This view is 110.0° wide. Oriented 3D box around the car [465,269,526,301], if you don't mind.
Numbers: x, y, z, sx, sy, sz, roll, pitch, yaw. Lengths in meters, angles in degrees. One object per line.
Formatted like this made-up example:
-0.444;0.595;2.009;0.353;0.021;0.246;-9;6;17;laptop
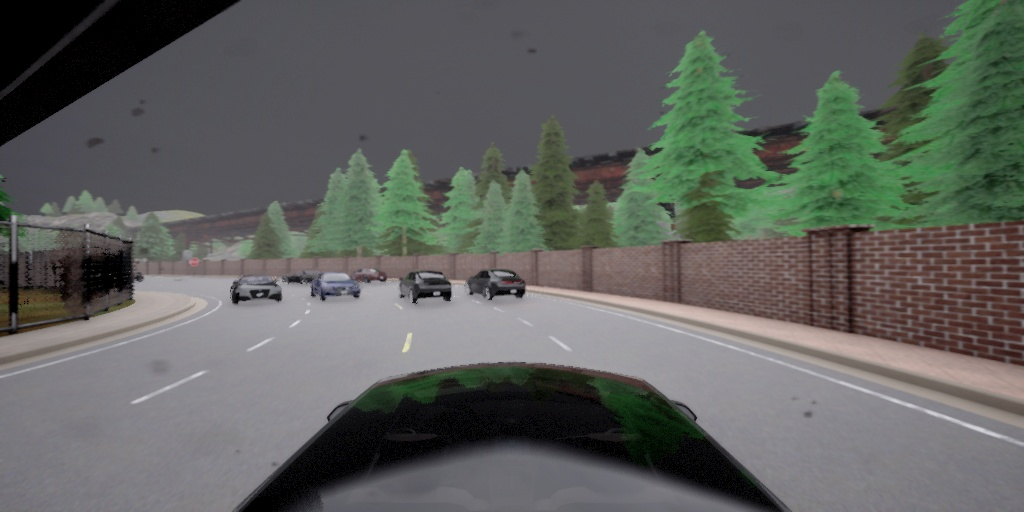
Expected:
-0.981;1.440;18.894;1.837;1.490;4.892;0;-1;-26;car

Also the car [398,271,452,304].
-4.510;1.484;18.259;1.837;1.490;4.892;0;-1;-28;car

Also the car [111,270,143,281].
-46.121;2.332;42.933;4.892;1.490;1.837;-1;-1;28;car

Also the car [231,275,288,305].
-13.252;1.673;18.577;1.994;1.385;4.181;0;-1;-40;car

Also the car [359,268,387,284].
-13.373;1.779;32.939;4.674;1.442;1.812;-1;-1;35;car

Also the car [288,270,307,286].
-18.570;1.923;32.240;4.718;1.301;1.895;-1;-1;31;car

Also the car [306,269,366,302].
-9.816;1.597;19.809;1.812;1.442;4.674;0;-1;-38;car
